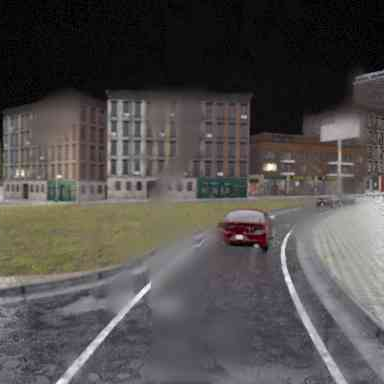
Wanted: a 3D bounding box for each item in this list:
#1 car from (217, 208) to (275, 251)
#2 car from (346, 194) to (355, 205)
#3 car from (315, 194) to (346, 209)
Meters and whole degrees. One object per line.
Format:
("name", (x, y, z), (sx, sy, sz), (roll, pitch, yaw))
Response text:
("car", (2.360, 1.398, 13.913), (1.882, 1.535, 5.008), (1, 1, 17))
("car", (19.286, 0.910, 42.536), (1.994, 1.385, 4.181), (2, 3, 43))
("car", (15.562, 1.014, 37.822), (1.837, 1.490, 4.892), (2, 2, 38))
